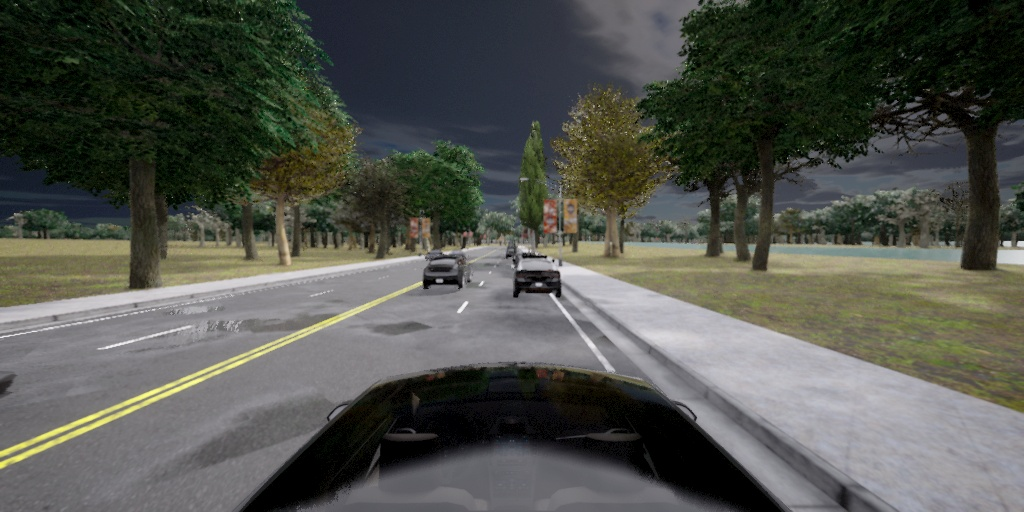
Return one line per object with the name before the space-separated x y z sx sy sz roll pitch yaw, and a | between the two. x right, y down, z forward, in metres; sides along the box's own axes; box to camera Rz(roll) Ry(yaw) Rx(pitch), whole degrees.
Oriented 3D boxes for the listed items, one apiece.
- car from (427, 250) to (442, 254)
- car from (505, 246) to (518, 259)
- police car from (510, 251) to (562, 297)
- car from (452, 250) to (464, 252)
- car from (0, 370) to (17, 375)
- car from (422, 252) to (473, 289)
car | -9.824 -0.099 46.145 1.994 1.385 4.181 0 2 0
car | 0.024 -0.375 52.468 1.837 1.490 4.892 0 2 0
police car | 0.977 0.755 15.607 1.930 1.638 5.238 0 2 0
car | -6.586 -0.013 43.073 2.033 1.411 5.357 0 2 0
car | -6.600 1.300 1.599 2.033 1.411 5.357 0 2 0
car | -3.147 0.761 17.999 1.837 1.490 4.892 0 2 0
